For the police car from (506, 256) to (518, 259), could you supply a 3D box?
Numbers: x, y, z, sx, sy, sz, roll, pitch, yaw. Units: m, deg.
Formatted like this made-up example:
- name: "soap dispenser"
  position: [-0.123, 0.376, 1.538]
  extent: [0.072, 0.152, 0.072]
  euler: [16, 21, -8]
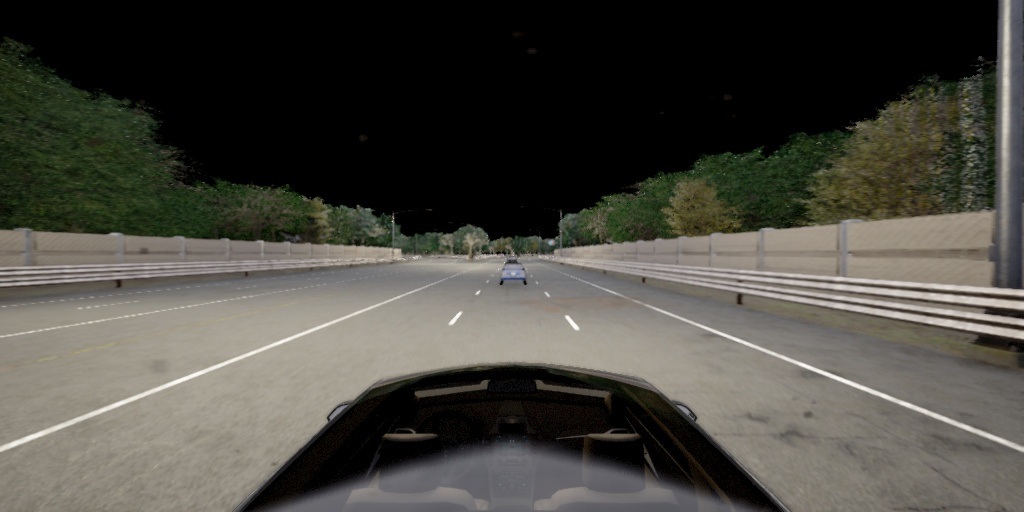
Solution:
- name: "police car"
  position: [0.008, 0.807, 57.980]
  extent: [1.930, 1.638, 5.238]
  euler: [0, 1, 0]

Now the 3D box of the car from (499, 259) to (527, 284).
- name: "car"
  position: [0.090, 1.152, 25.105]
  extent: [2.033, 1.411, 5.357]
  euler: [0, 0, 0]
